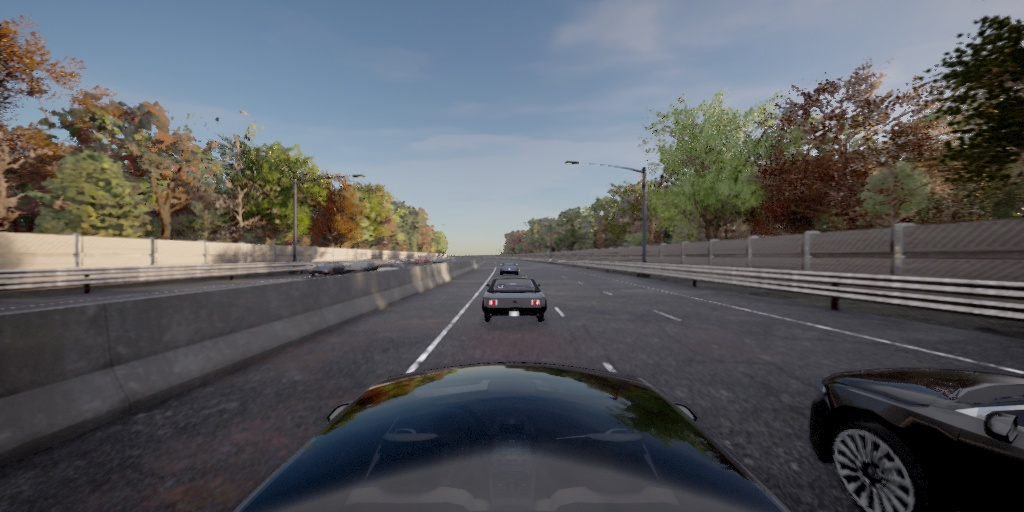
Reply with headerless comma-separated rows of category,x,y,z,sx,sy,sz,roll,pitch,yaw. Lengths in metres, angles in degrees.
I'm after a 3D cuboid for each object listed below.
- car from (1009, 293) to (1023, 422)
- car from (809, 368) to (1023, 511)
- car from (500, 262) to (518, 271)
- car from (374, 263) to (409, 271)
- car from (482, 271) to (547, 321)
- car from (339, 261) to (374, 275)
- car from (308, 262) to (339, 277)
car,7.092,1.226,1.933,1.882,1.535,5.008,0,0,0
car,3.592,1.240,1.223,2.128,1.511,4.902,0,0,0
car,-0.319,1.328,39.141,1.994,1.385,4.181,0,0,-1
car,-10.903,1.362,33.550,1.895,1.301,4.718,0,0,-1
car,0.056,1.355,12.422,1.895,1.301,4.718,0,0,0
car,-14.423,1.239,34.726,1.882,1.535,5.008,0,0,-1
car,-17.938,1.309,35.523,2.033,1.411,5.357,0,0,-1
